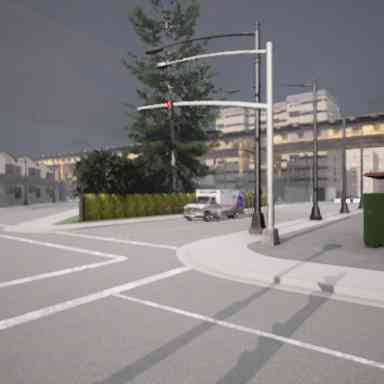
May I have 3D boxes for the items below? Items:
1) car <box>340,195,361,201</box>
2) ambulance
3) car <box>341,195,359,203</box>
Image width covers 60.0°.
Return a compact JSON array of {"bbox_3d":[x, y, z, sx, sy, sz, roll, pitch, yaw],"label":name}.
[{"bbox_3d":[33.811,1.355,71.028,4.536,1.218,1.853,0,0,-29],"label":"car"},{"bbox_3d":[1.859,1.041,26.960,2.351,2.431,6.366,0,0,36],"label":"ambulance"},{"bbox_3d":[33.767,1.512,71.002,4.974,1.542,2.038,0,0,-29],"label":"car"}]
